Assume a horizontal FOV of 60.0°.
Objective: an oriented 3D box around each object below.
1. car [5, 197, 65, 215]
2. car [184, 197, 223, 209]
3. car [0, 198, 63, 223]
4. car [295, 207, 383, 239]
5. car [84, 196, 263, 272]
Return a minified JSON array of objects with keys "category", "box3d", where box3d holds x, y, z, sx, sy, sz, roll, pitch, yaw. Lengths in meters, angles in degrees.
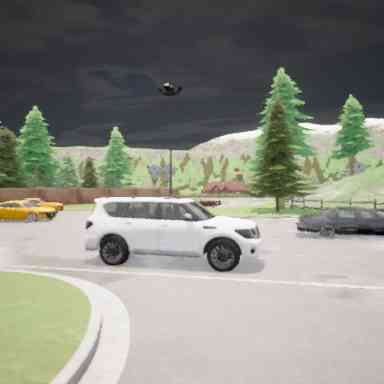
[{"category":"car","box3d":[-15.461,1.360,33.037,5.008,1.535,1.882,0,1,-10]},{"category":"car","box3d":[1.453,1.349,41.445,4.718,1.301,1.895,-1,0,-38]},{"category":"car","box3d":[-12.395,1.396,24.321,5.008,1.535,1.882,0,0,14]},{"category":"car","box3d":[7.659,1.417,15.614,5.357,1.411,2.033,0,0,14]},{"category":"car","box3d":[-0.612,1.163,10.489,5.566,2.045,2.150,0,0,14]}]
